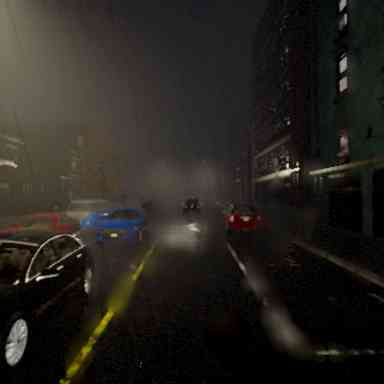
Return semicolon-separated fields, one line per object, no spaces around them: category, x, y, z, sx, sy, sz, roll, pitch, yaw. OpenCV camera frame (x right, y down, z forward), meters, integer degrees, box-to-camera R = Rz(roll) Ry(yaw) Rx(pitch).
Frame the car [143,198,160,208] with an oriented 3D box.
car;-5.682;1.495;46.967;1.802;1.307;4.206;1;0;0

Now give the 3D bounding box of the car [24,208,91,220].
car;-5.678;1.520;12.846;1.887;1.381;4.507;1;0;0

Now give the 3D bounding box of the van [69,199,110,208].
van;-5.674;1.306;18.533;1.690;1.788;3.998;1;0;0

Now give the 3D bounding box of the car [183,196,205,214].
car;-0.003;1.482;34.835;2.033;1.411;5.357;0;0;0

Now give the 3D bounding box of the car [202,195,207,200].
car;2.695;1.380;81.318;1.752;1.417;4.829;1;0;0

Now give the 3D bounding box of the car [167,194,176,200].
car;-5.684;1.277;92.460;1.967;1.590;4.097;1;0;0

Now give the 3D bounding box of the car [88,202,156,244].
car;-3.089;1.448;15.723;1.882;1.535;5.008;0;0;0

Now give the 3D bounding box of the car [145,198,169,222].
car;-3.090;1.456;25.816;1.837;1.490;4.892;0;0;0

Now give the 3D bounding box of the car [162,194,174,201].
car;-5.682;1.304;75.399;1.967;1.590;4.097;1;0;0

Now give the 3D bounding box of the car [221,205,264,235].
car;2.704;1.405;18.595;1.967;1.590;4.097;1;0;0

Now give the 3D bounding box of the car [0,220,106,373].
car;-3.091;1.494;5.665;1.837;1.490;4.892;0;0;0

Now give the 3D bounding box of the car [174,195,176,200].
car;-5.686;1.411;86.774;1.947;1.339;4.313;1;0;0
